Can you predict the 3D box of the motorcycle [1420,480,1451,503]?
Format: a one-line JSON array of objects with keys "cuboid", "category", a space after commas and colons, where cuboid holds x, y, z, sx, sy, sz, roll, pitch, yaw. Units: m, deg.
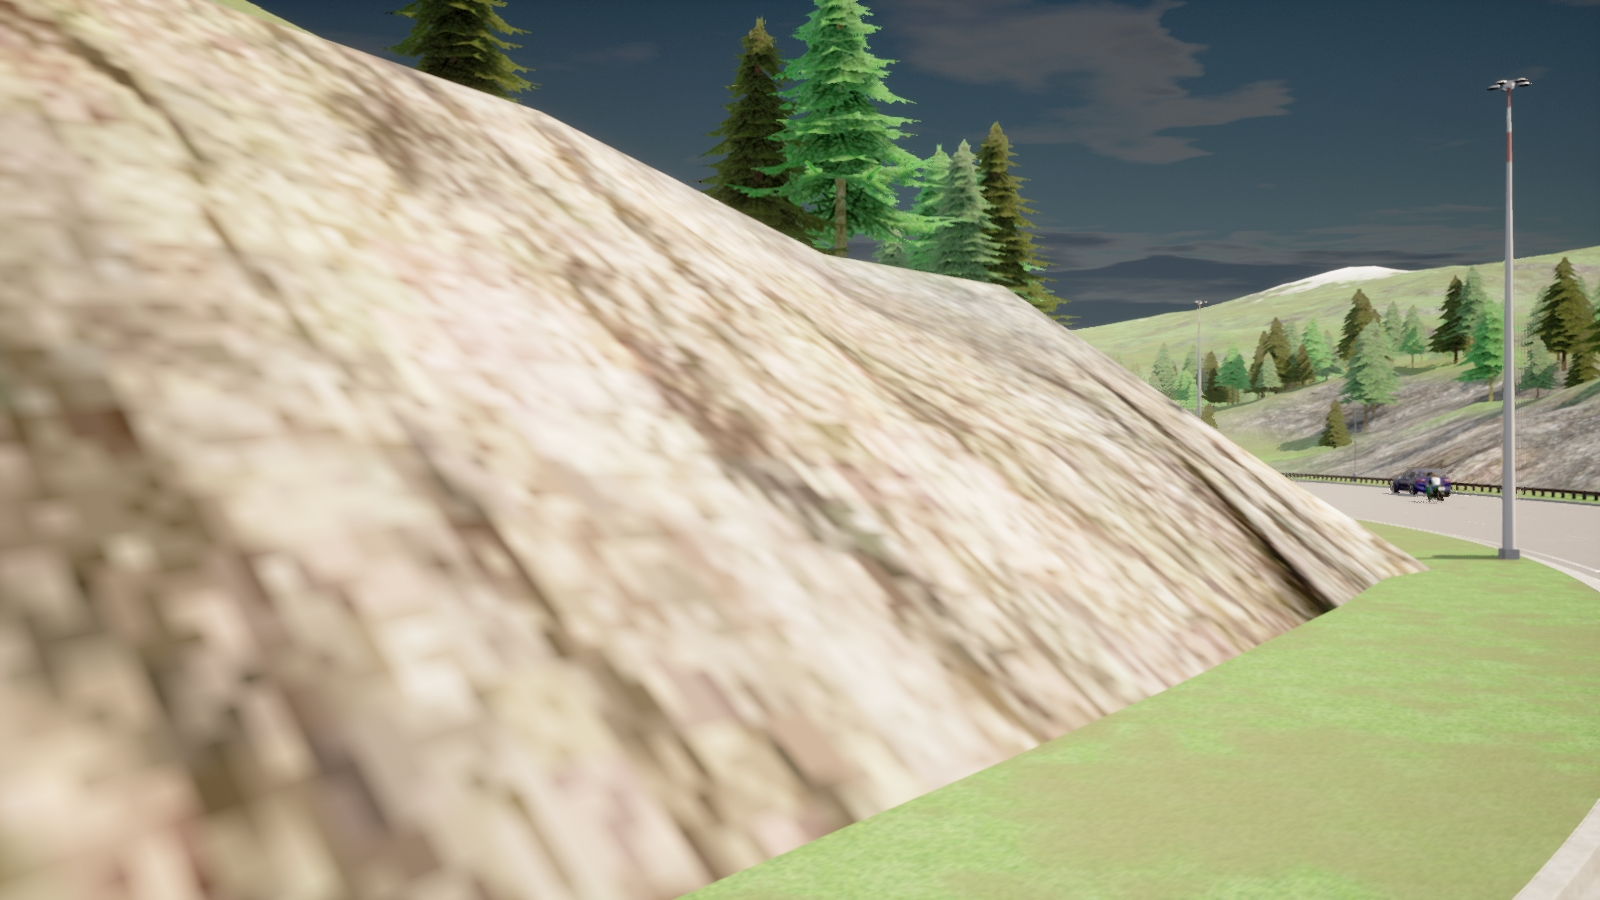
[{"cuboid": [33.990, 2.202, 61.137, 0.803, 1.199, 2.033, 0, 0, 8], "category": "motorcycle"}]
